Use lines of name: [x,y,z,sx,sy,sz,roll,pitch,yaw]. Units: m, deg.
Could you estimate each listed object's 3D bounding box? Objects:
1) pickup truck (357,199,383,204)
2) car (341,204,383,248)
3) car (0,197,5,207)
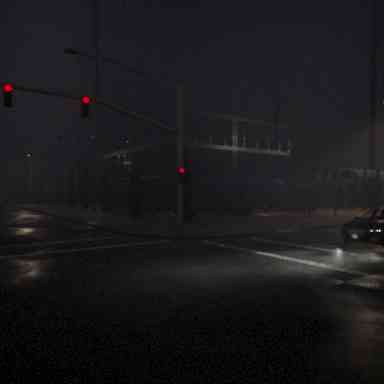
pickup truck: [23.389,0.985,40.619,6.274,2.098,2.390,0,0,-4]
car: [8.451,1.466,14.376,4.902,1.511,2.128,0,0,-33]
car: [-30.333,1.471,51.543,1.882,1.535,5.008,0,0,-35]
